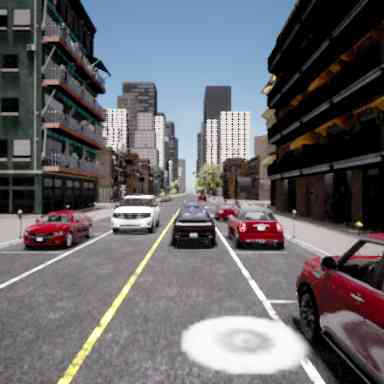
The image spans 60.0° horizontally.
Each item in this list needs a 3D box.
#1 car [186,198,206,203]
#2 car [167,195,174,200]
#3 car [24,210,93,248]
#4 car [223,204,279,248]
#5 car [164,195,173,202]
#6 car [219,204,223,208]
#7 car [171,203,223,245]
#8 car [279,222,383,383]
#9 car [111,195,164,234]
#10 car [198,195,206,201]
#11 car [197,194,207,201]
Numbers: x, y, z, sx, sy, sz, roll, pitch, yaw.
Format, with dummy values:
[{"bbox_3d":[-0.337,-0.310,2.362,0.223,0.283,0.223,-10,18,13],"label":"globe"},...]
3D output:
[{"bbox_3d":[0.035,1.537,31.344,1.994,1.385,4.181,0,0,0],"label":"car"},{"bbox_3d":[-5.875,1.517,91.684,1.752,1.417,4.829,0,0,0],"label":"car"},{"bbox_3d":[-5.717,1.528,14.721,1.887,1.381,4.507,0,0,0],"label":"car"},{"bbox_3d":[2.664,1.422,14.738,1.967,1.590,4.097,0,0,0],"label":"car"},{"bbox_3d":[-5.929,1.523,75.281,1.887,1.381,4.507,0,0,0],"label":"car"},{"bbox_3d":[2.640,1.557,26.068,1.802,1.307,4.206,0,0,0],"label":"car"},{"bbox_3d":[0.067,1.475,15.509,2.128,1.511,4.902,0,0,0],"label":"car"},{"bbox_3d":[2.687,1.309,3.409,2.192,1.841,5.009,0,0,0],"label":"car"},{"bbox_3d":[-3.138,1.201,19.580,2.150,2.045,5.566,0,0,0],"label":"car"},{"bbox_3d":[2.516,1.551,86.346,1.947,1.339,4.313,0,0,0],"label":"car"},{"bbox_3d":[2.528,1.296,80.820,2.192,1.841,5.009,0,0,0],"label":"car"}]
